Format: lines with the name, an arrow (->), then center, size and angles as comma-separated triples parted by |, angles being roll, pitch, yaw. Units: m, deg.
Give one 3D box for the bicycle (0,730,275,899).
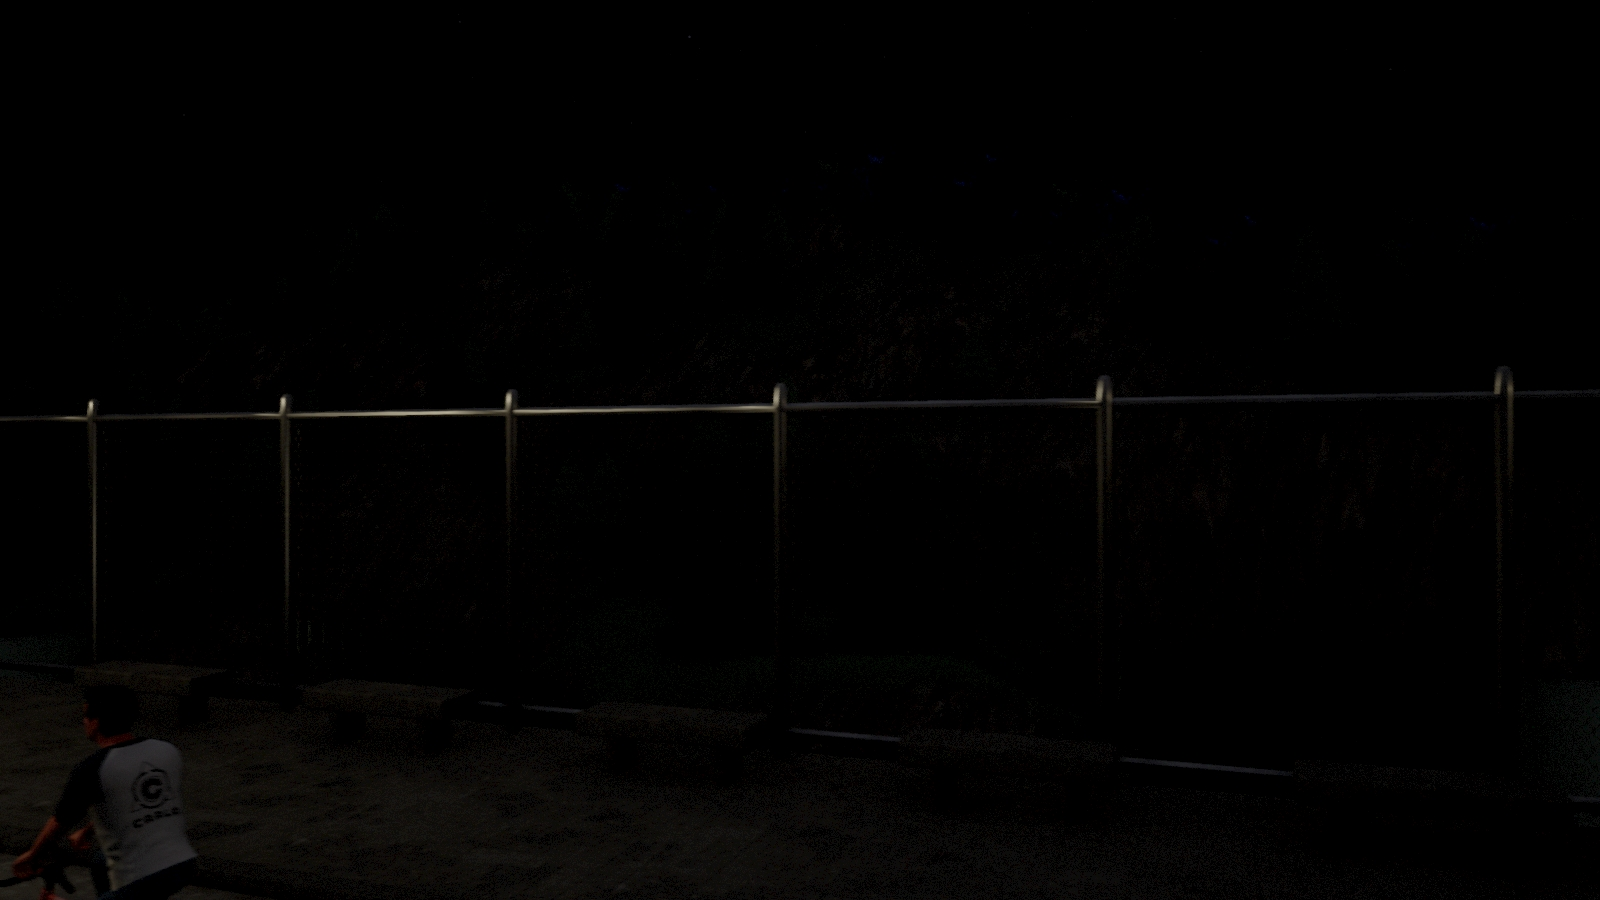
bicycle -> -3.056, 2.064, 4.943 | 1.643, 1.496, 0.373 | -1, 0, 20
